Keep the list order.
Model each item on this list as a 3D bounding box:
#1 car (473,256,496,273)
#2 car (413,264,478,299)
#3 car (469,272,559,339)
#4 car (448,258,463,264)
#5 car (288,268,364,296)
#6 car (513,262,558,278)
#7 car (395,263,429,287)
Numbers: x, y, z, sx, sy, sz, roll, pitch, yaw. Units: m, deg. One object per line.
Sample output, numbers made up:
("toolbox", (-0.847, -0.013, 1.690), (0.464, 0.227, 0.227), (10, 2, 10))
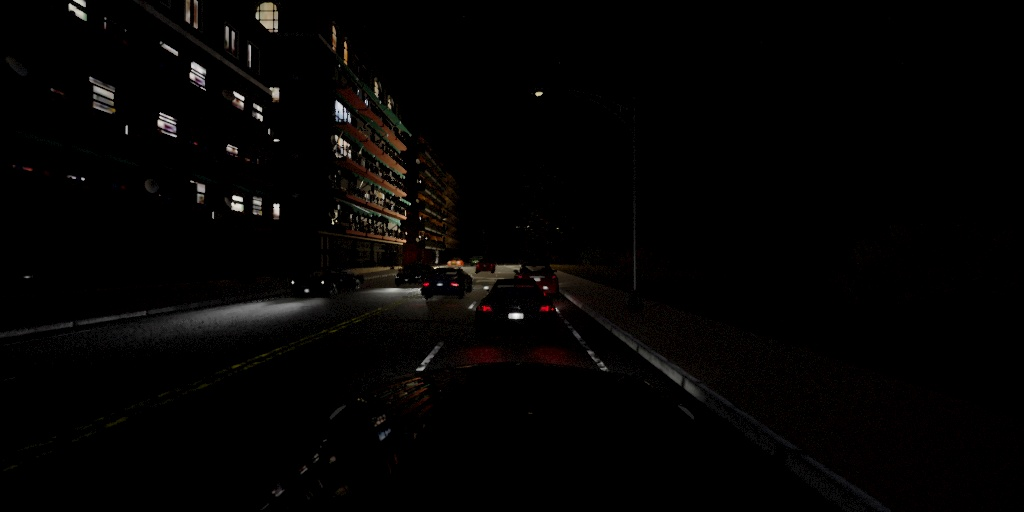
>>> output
("car", (-3.091, 1.101, 42.954), (2.097, 1.767, 4.553), (0, 0, 0))
("car", (-3.125, 1.298, 18.106), (2.033, 1.411, 5.357), (0, 0, 0))
("car", (0.106, 1.314, 10.036), (1.994, 1.385, 4.181), (0, 0, 1))
("car", (-9.727, 1.095, 61.889), (2.097, 1.767, 4.553), (0, 0, 0))
("car", (-9.825, 1.351, 19.389), (1.895, 1.301, 4.718), (0, 0, 0))
("car", (1.161, 1.101, 18.615), (2.097, 1.767, 4.553), (0, 0, 0))
("car", (-6.567, 1.255, 24.724), (1.837, 1.490, 4.892), (0, 0, 0))
